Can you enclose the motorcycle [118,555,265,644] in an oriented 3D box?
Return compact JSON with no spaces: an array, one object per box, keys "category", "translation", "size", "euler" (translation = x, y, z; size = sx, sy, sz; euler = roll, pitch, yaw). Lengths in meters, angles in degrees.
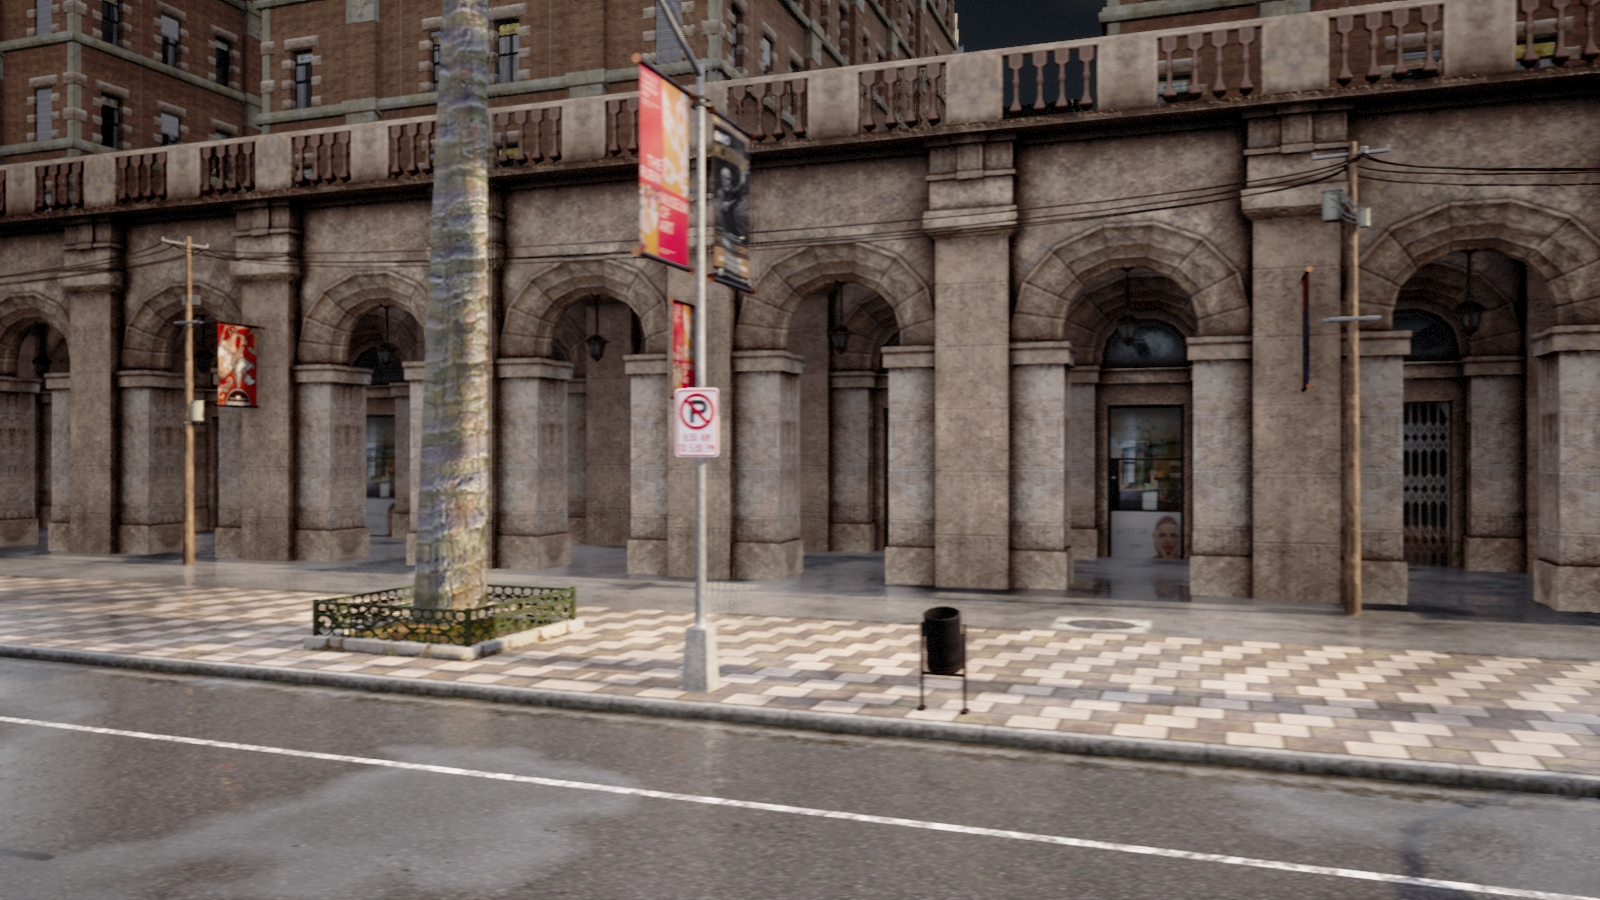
[{"category":"motorcycle","translation":[-9.158,2.218,17.195],"size":[2.033,1.145,0.803],"euler":[0,0,20]}]
